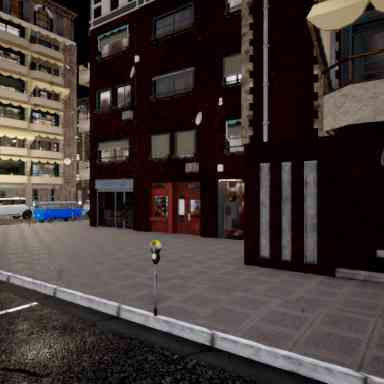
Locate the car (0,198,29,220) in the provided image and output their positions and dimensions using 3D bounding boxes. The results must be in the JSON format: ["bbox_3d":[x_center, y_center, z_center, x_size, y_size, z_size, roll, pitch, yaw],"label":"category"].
[{"bbox_3d":[-17.156,1.546,30.576,2.150,2.045,5.566,0,-1,34],"label":"car"}]

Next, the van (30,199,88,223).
[{"bbox_3d":[-11.375,1.706,28.473,1.690,1.788,3.998,-1,-2,35],"label":"van"}]

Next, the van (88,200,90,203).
[{"bbox_3d":[-11.940,1.906,42.394,1.690,1.788,3.998,-1,-2,35],"label":"van"}]

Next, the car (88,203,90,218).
[{"bbox_3d":[-8.306,2.037,33.083,1.947,1.339,4.313,-1,-2,35],"label":"car"}]
